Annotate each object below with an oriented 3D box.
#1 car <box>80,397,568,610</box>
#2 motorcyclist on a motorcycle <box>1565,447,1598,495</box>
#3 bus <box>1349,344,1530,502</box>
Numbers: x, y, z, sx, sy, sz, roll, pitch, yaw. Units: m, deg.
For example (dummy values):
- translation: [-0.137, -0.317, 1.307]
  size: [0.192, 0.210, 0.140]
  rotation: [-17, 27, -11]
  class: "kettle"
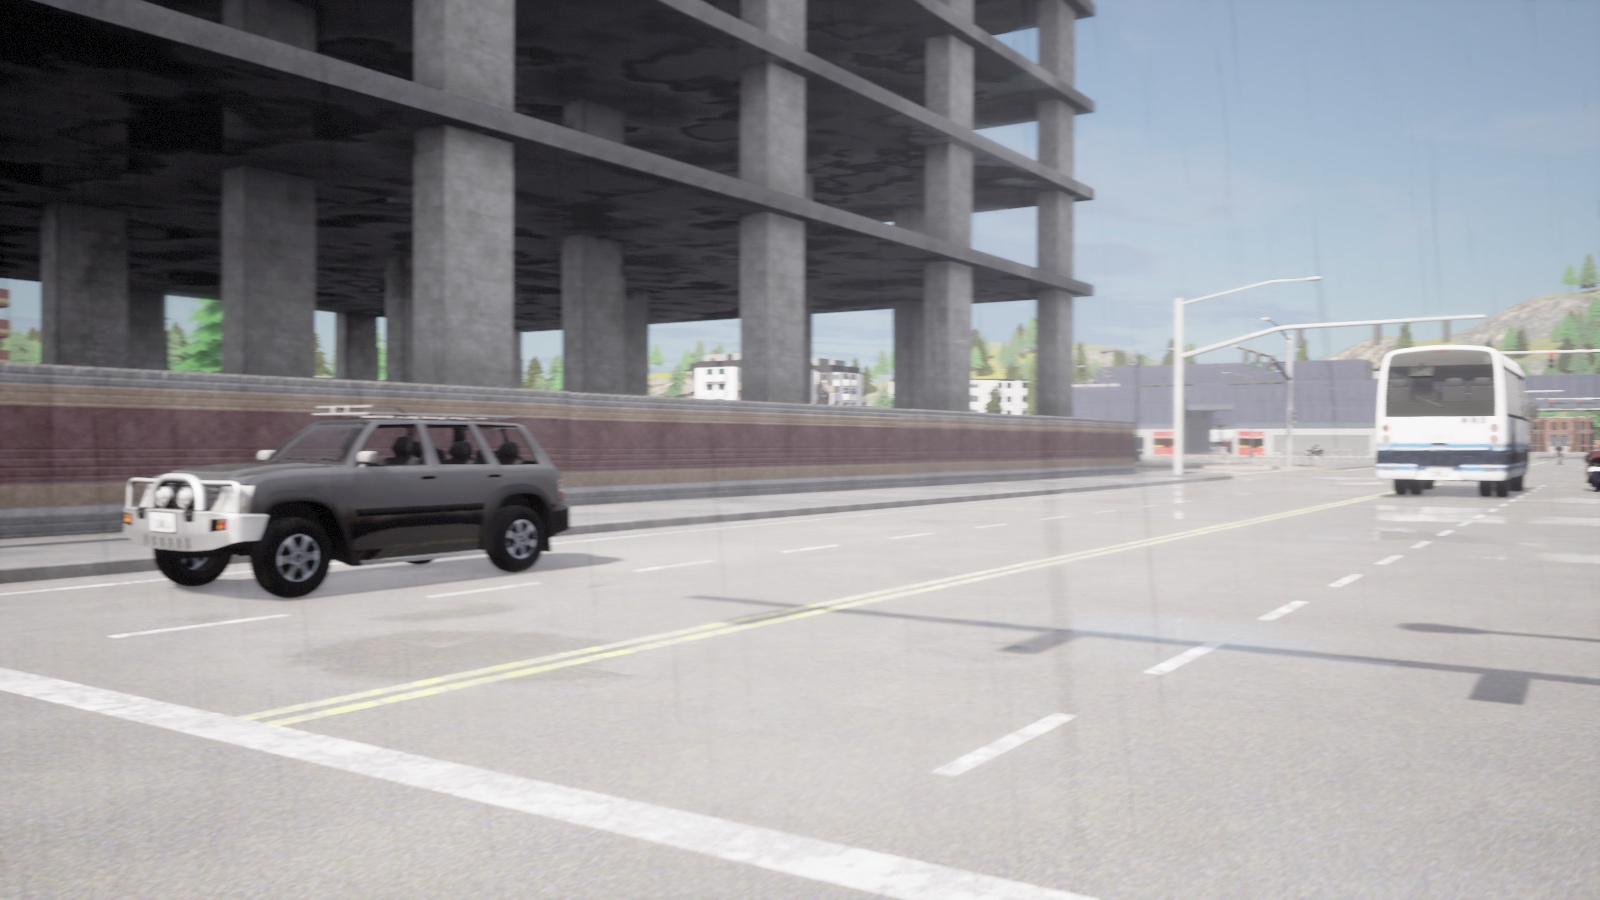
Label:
- translation: [-4.800, 0.456, 13.380]
  size: [1.932, 1.855, 4.605]
  rotation: [1, 0, 33]
  class: "car"
- translation: [25.639, 0.673, 41.187]
  size: [0.866, 1.530, 2.191]
  rotation: [1, 0, 33]
  class: "motorcyclist on a motorcycle"
- translation: [20.164, -0.756, 39.138]
  size: [3.944, 4.253, 10.273]
  rotation: [1, 0, 33]
  class: "bus"
